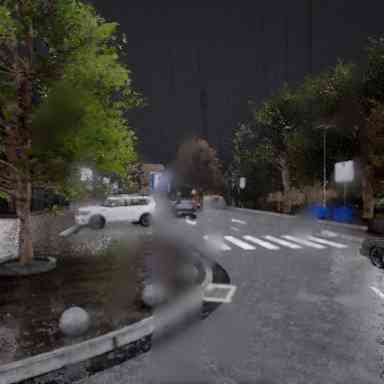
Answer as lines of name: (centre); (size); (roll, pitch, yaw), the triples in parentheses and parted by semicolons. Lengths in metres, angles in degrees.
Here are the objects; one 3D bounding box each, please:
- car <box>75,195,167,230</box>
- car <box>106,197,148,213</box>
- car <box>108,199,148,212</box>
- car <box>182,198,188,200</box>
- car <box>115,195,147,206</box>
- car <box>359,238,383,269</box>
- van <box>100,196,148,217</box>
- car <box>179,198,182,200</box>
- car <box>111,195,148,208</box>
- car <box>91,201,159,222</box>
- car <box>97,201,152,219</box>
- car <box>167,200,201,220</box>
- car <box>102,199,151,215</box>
car: (-4.892, 1.334, 22.437); (5.566, 2.045, 2.435); (0, 0, -30)
car: (-7.887, 1.549, 40.226); (4.553, 1.767, 2.185); (0, -1, -30)
car: (-8.347, 1.730, 43.199); (4.674, 1.452, 2.002); (0, -1, -29)
car: (-0.009, 1.908, 50.764); (1.895, 1.301, 4.718); (0, 0, -10)
car: (-11.752, 1.568, 63.964); (5.566, 2.045, 2.435); (-1, -1, -30)
car: (6.799, 1.666, 8.685); (2.033, 1.411, 5.357); (0, 1, -8)
van: (-6.970, 1.419, 34.248); (4.442, 1.987, 1.878); (0, 0, -30)
car: (-1.670, 1.859, 60.406); (2.128, 1.511, 4.902); (0, 0, -10)
car: (-10.277, 1.507, 55.068); (5.566, 2.045, 2.435); (0, -1, -29)
car: (-5.713, 1.611, 28.476); (5.366, 1.575, 1.946); (0, -1, -30)
car: (-6.379, 1.670, 31.347); (4.674, 1.452, 2.002); (0, 0, -30)
car: (-0.818, 1.720, 30.146); (2.033, 1.411, 5.357); (0, 0, -10)
car: (-7.355, 1.659, 37.270); (5.008, 1.535, 2.097); (0, 0, -29)
